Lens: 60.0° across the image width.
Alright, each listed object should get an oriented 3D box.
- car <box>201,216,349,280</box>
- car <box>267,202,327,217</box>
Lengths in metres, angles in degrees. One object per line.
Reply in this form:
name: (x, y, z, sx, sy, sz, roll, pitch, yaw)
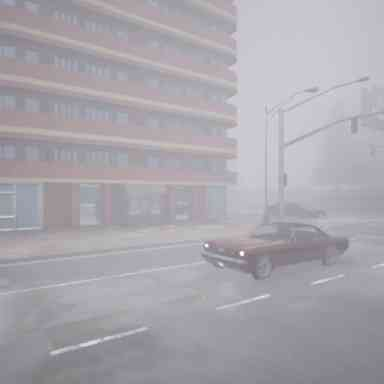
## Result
car: (2.596, 1.601, 10.029, 4.718, 1.301, 1.895, 0, 0, -34)
car: (8.919, 1.547, 29.009, 2.033, 1.411, 5.357, 0, 0, -35)
